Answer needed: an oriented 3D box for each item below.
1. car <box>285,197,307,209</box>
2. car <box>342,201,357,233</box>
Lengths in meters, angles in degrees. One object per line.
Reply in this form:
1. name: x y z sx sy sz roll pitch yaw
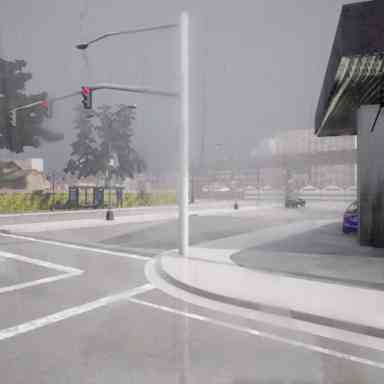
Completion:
1. car: 14.526 1.505 46.567 1.837 1.490 4.892 0 0 36
2. car: 9.530 1.295 17.671 2.242 1.667 4.611 0 0 37
